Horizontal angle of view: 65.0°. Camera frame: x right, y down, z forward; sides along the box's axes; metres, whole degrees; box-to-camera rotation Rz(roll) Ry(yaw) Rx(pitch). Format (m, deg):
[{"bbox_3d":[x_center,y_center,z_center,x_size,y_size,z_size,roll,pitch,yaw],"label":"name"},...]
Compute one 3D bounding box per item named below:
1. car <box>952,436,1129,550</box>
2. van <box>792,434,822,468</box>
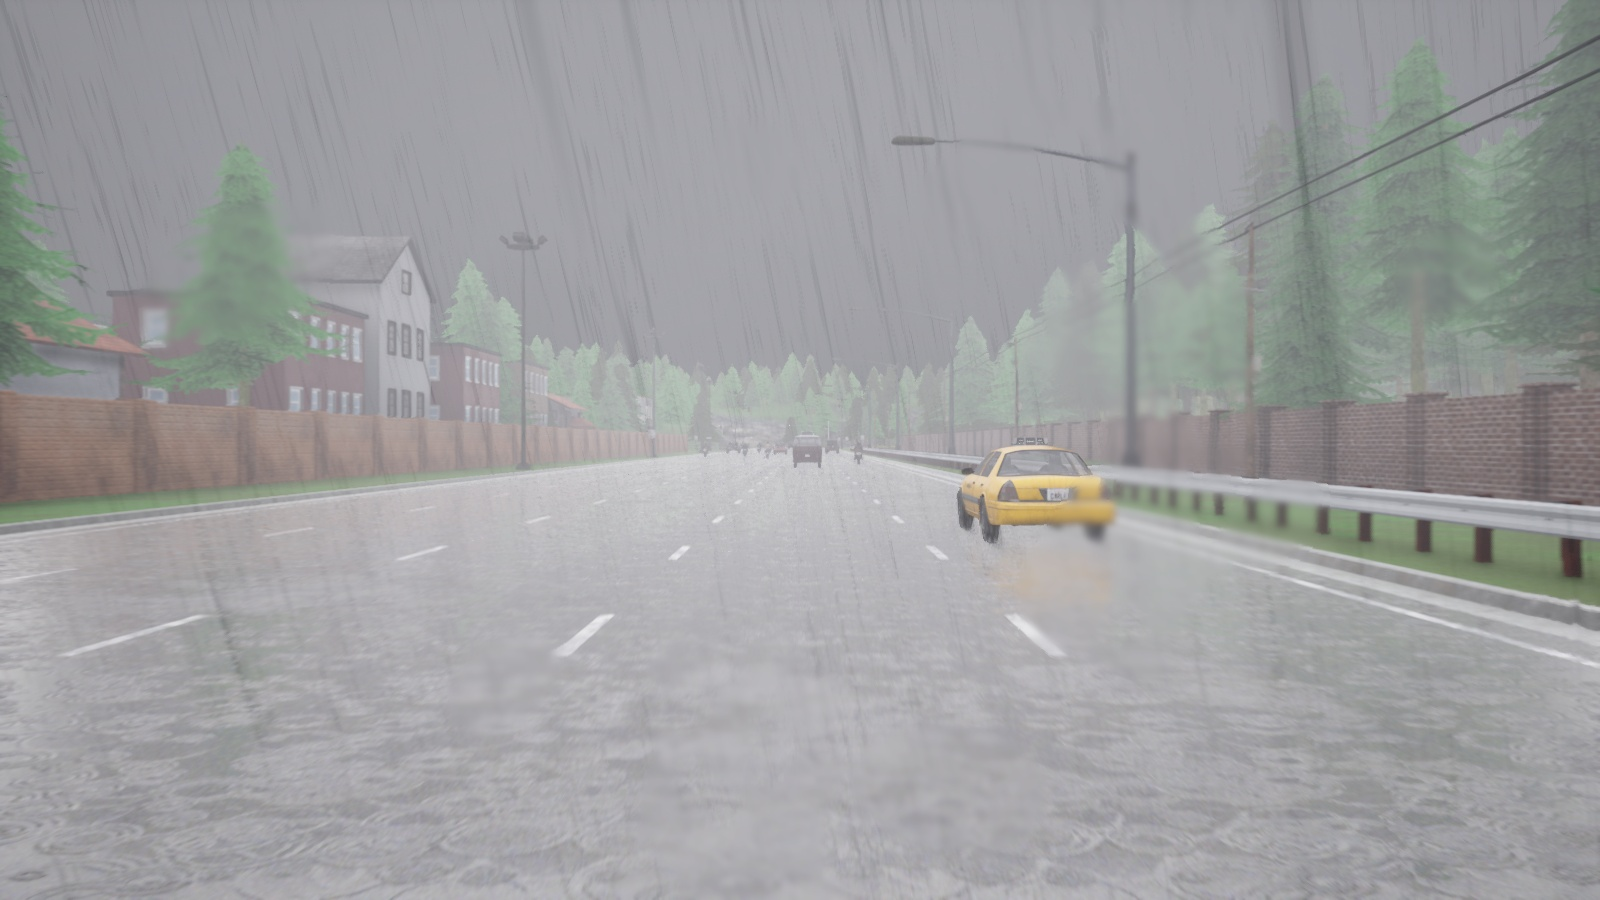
[{"bbox_3d":[3.629,0.575,19.914,1.801,1.575,5.366,0,0,0],"label":"car"},{"bbox_3d":[0.448,0.065,76.210,1.775,1.987,4.442,0,0,0],"label":"van"}]
